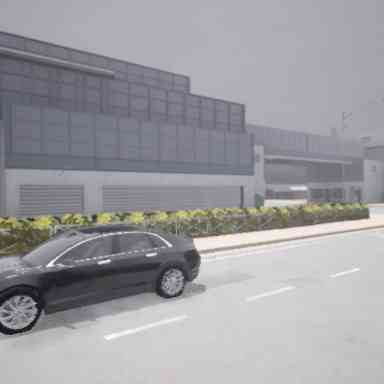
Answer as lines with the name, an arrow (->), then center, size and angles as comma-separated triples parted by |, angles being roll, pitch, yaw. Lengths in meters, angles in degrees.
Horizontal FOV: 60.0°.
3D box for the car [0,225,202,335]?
car -> -2.058, 1.488, 6.819 | 4.892, 1.490, 1.837 | -1, 0, -35
